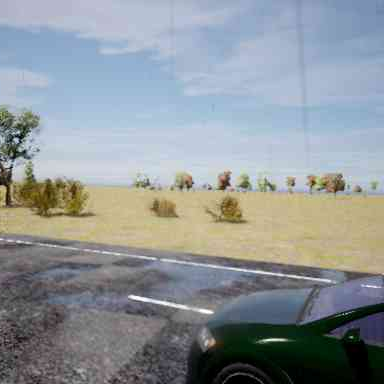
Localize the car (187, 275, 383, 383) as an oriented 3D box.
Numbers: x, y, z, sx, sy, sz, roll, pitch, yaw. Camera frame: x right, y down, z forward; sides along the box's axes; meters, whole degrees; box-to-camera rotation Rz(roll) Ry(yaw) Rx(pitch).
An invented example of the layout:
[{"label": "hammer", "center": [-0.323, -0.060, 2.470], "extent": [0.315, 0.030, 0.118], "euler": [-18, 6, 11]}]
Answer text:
[{"label": "car", "center": [2.058, 1.583, 3.299], "extent": [4.181, 1.385, 1.994], "euler": [1, 0, 27]}]
